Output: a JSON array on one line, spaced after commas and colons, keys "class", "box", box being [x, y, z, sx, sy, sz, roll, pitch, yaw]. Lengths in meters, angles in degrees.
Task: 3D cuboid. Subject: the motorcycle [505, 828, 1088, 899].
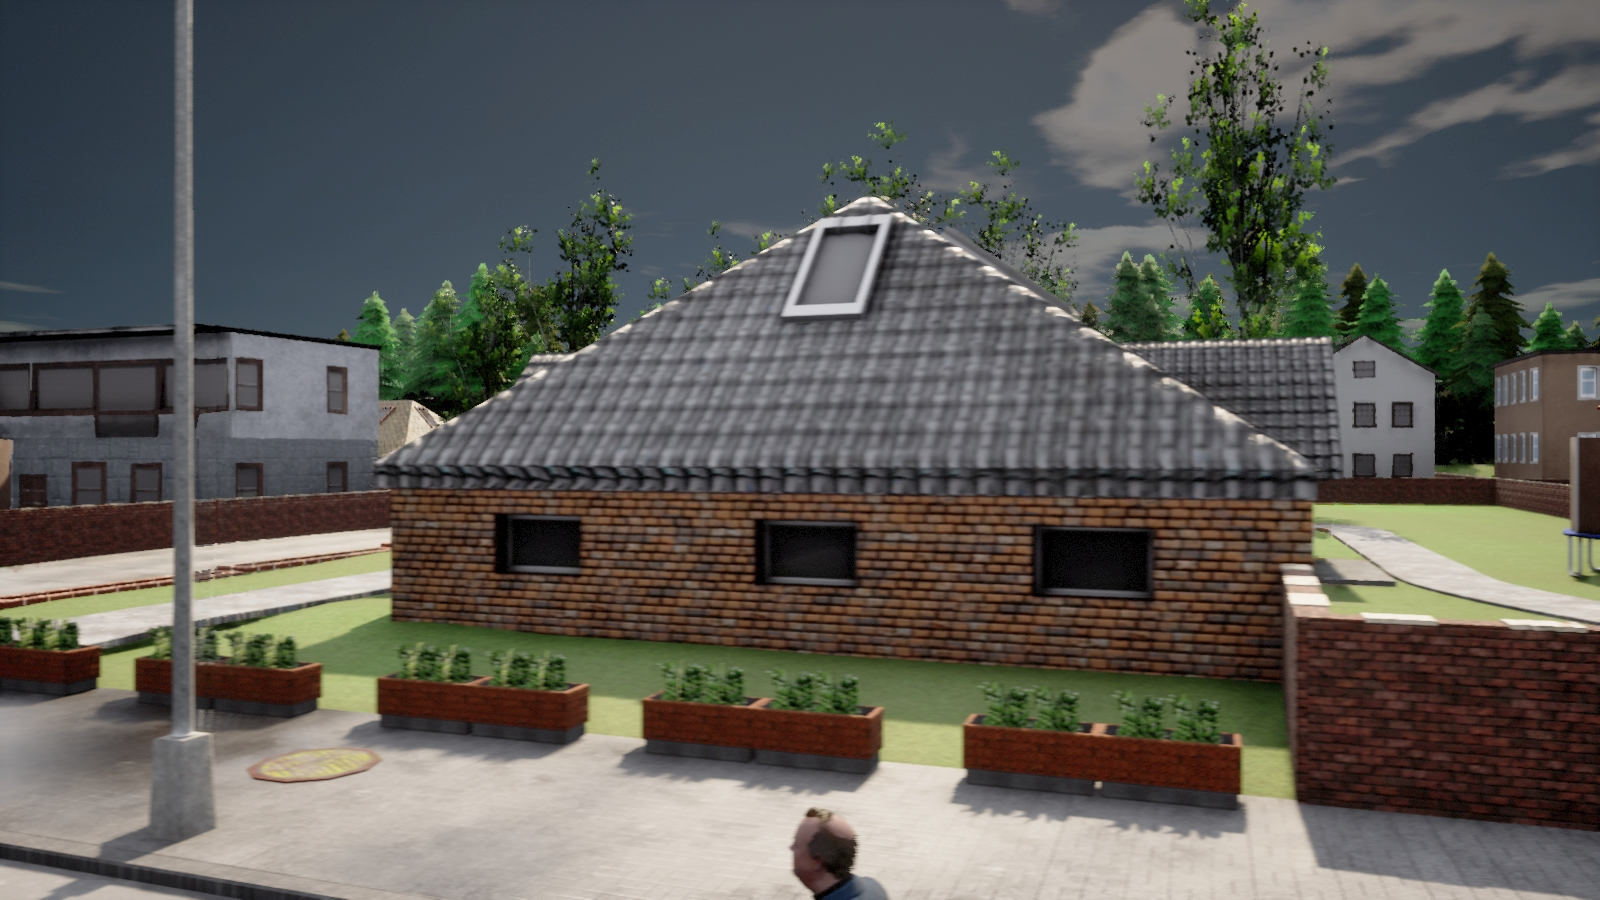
[{"class": "motorcycle", "box": [-0.013, 2.143, 3.783, 1.805, 1.316, 0.856, 0, 0, 19]}]
